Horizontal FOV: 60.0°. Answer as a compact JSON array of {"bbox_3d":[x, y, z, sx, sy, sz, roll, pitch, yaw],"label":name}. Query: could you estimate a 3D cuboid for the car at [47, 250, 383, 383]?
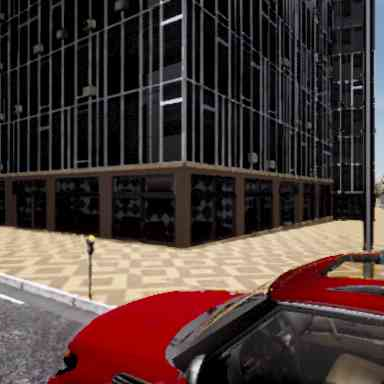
[{"bbox_3d":[1.229,1.326,1.987,5.009,1.841,2.192,0,0,36],"label":"car"}]
